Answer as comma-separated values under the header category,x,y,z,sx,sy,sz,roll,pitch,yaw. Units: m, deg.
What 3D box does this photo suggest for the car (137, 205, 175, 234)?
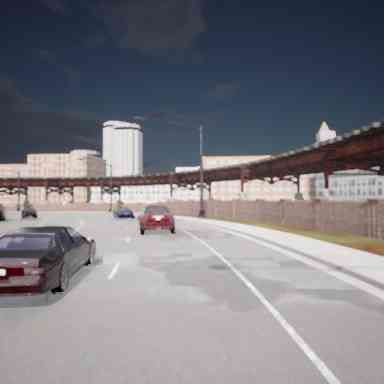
category,x,y,z,sx,sy,sz,roll,pitch,yaw
car,-2.401,1.647,21.490,2.097,1.767,4.553,0,-2,-12

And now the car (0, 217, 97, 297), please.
category,x,y,z,sx,sy,sz,roll,pitch,yaw
car,-3.920,1.609,8.841,2.033,1.411,5.357,0,-1,-5

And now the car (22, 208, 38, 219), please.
category,x,y,z,sx,sy,sz,roll,pitch,yaw
car,-22.212,2.903,45.558,2.033,1.411,5.357,0,-2,-28

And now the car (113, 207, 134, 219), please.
category,x,y,z,sx,sy,sz,roll,pitch,yaw
car,-8.667,2.596,41.698,1.994,1.385,4.181,0,-2,-23

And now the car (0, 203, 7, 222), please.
category,x,y,z,sx,sy,sz,roll,pitch,yaw
car,-22.111,2.279,37.236,2.150,2.045,5.566,0,-2,-24
